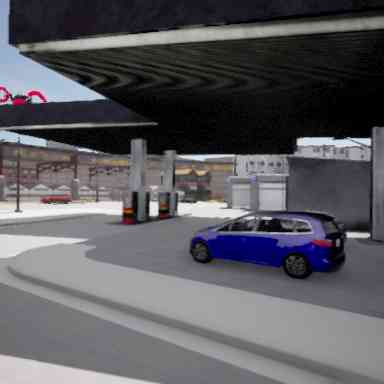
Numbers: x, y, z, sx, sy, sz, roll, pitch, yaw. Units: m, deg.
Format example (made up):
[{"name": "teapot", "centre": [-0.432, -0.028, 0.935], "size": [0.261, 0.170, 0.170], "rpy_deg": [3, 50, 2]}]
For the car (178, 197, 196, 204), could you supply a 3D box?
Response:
[{"name": "car", "centre": [-1.585, 1.905, 73.026], "size": [4.902, 1.511, 2.128], "rpy_deg": [1, 0, -15]}]

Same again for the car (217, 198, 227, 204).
[{"name": "car", "centre": [8.437, 2.041, 77.897], "size": [4.902, 1.511, 2.128], "rpy_deg": [1, 0, -2]}]

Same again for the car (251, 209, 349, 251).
[{"name": "car", "centre": [4.847, 1.594, 15.135], "size": [3.806, 1.475, 1.970], "rpy_deg": [0, 0, 37]}]

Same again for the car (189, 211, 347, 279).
[{"name": "car", "centre": [2.073, 1.376, 10.049], "size": [4.611, 1.667, 2.242], "rpy_deg": [0, 0, 37]}]

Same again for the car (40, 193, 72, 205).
[{"name": "car", "centre": [-25.320, 1.283, 62.110], "size": [2.150, 2.045, 5.566], "rpy_deg": [0, 0, 42]}]
